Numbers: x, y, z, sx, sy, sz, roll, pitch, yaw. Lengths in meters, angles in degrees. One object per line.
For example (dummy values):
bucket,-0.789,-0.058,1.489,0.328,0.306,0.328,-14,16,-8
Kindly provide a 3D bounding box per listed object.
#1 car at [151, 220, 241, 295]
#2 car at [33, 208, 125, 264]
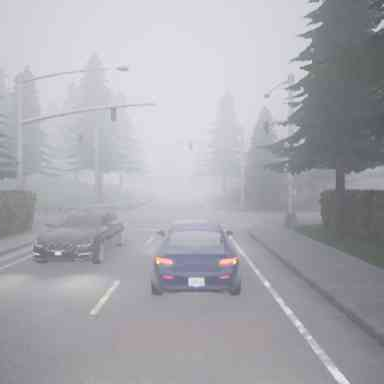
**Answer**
car,0.084,1.409,8.242,1.812,1.442,4.674,0,1,0
car,-3.537,1.347,11.227,1.837,1.490,4.892,0,1,0
